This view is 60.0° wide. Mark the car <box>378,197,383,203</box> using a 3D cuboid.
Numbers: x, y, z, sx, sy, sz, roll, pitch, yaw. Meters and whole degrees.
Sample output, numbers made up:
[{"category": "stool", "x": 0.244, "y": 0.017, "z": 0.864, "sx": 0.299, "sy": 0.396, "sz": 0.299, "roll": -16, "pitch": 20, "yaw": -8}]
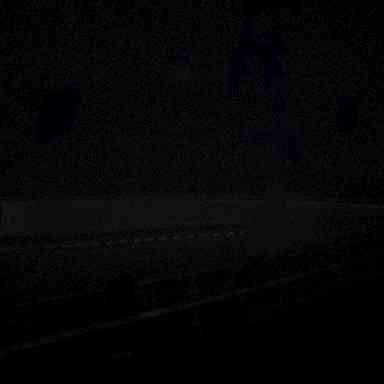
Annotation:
[{"category": "car", "x": 46.656, "y": 1.960, "z": 81.272, "sx": 1.812, "sy": 1.442, "sz": 4.674, "roll": 0, "pitch": -1, "yaw": 0}]

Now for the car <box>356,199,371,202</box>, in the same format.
[{"category": "car", "x": 43.178, "y": 2.079, "z": 83.742, "sx": 1.895, "sy": 1.301, "sz": 4.718, "roll": 0, "pitch": -1, "yaw": -3}]
